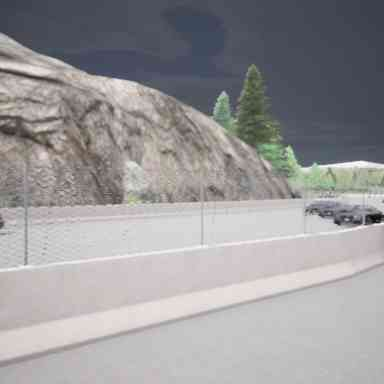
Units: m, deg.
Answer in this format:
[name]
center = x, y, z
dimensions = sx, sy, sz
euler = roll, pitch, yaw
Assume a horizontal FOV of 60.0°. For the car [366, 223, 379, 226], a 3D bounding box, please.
[car]
center = 11.307, 1.551, 22.438
dimensions = 4.181, 1.385, 1.994
euler = 0, 0, -42
